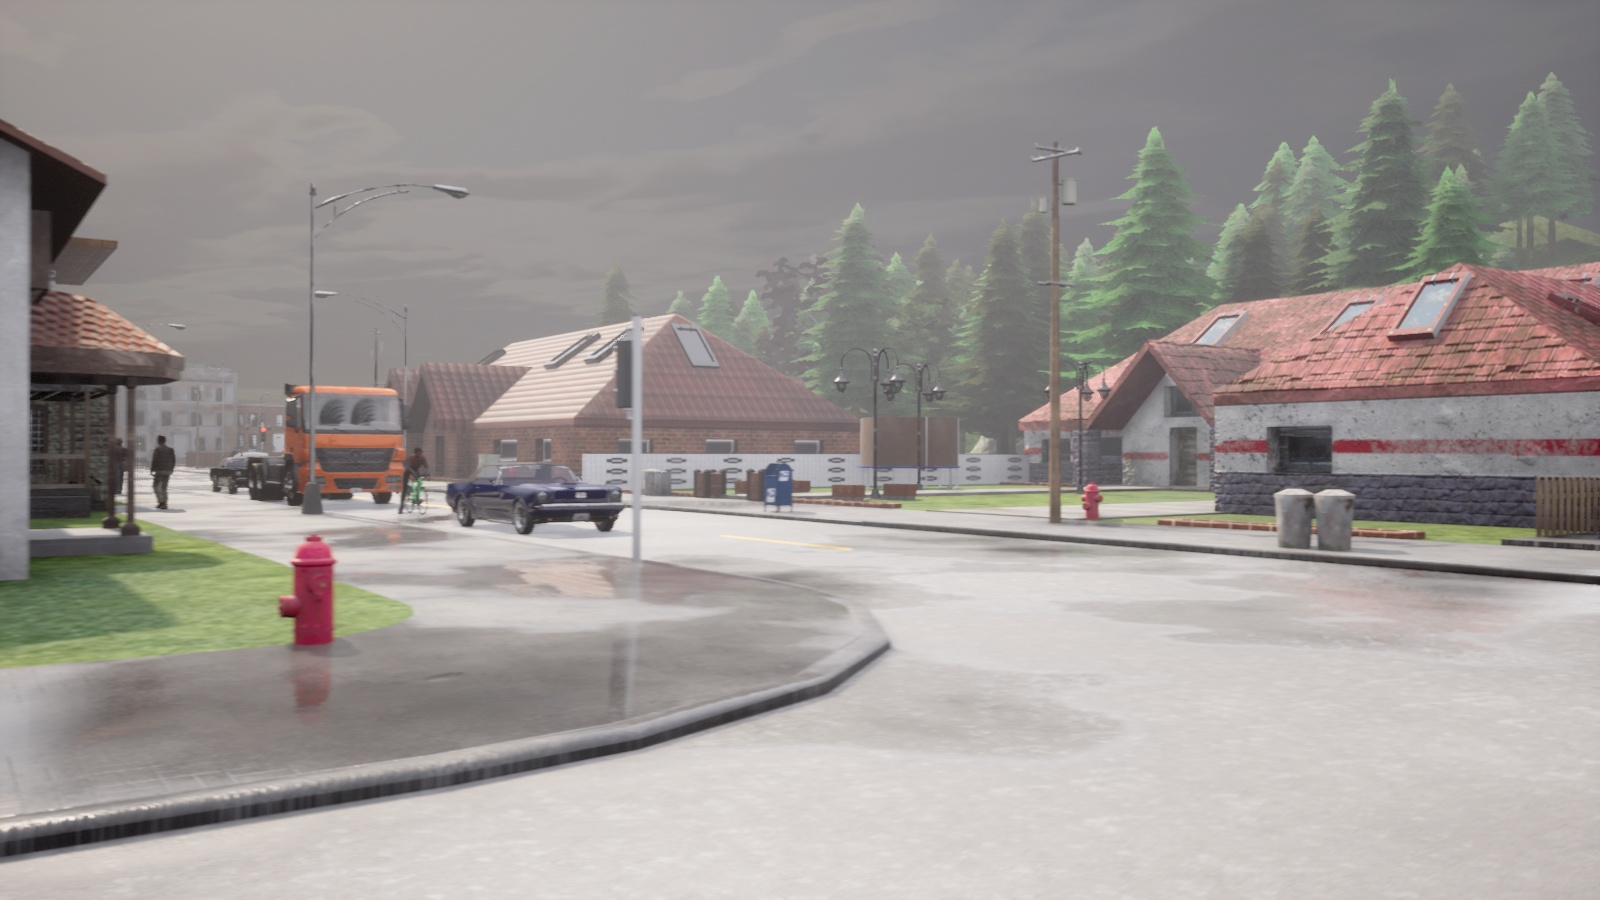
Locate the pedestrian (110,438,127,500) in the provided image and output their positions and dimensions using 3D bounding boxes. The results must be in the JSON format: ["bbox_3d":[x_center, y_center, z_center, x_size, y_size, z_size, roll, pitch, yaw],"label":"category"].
[{"bbox_3d":[-21.621,0.597,39.845,0.402,1.930,0.666,0,0,-35],"label":"pedestrian"}]

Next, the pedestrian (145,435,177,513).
[{"bbox_3d":[-15.251,0.560,29.952,0.703,1.840,0.431,0,0,39],"label":"pedestrian"}]

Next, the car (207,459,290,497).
[{"bbox_3d":[-20.245,0.999,45.967,1.895,1.301,4.718,0,0,-35],"label":"car"}]

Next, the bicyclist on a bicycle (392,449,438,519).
[{"bbox_3d":[-9.268,0.790,30.210,0.582,1.620,1.656,0,0,-35],"label":"bicyclist on a bicycle"}]

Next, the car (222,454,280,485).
[{"bbox_3d":[-28.125,0.965,64.248,1.837,1.490,4.892,0,0,-34],"label":"car"}]

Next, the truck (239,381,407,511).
[{"bbox_3d":[-14.477,-0.117,37.689,2.891,3.462,7.936,0,0,-35],"label":"truck"}]

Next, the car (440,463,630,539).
[{"bbox_3d":[-5.265,0.915,24.460,1.895,1.301,4.718,0,0,-35],"label":"car"}]
